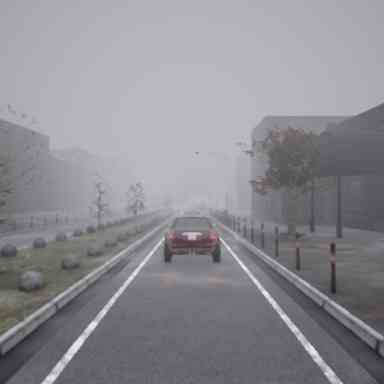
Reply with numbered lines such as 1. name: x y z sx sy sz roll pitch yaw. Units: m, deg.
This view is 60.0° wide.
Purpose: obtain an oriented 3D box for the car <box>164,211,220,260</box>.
1. car: 0.005 1.733 14.096 2.097 1.767 4.553 0 -2 0

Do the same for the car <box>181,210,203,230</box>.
1. car: 0.008 2.427 29.328 1.837 1.490 4.892 0 -2 0
